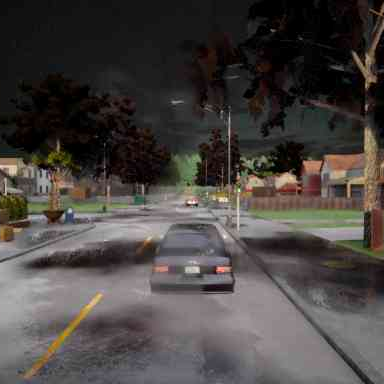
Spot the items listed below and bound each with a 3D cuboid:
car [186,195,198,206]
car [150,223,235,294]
[{"bbox_3d":[-0.010,1.600,53.320,1.895,1.301,4.718,0,0,0],"label":"car"},{"bbox_3d":[0.022,1.547,8.914,2.033,1.411,5.357,0,0,0],"label":"car"}]
